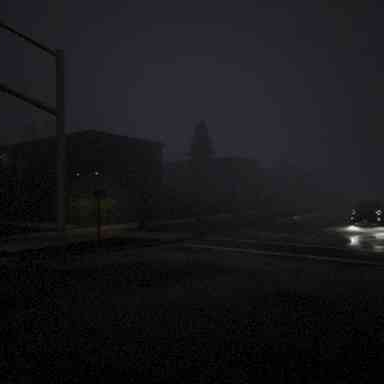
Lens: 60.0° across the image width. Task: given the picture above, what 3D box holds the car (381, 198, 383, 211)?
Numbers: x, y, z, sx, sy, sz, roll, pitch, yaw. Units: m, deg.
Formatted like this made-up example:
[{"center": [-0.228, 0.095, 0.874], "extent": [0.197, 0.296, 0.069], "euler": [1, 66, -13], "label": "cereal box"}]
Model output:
[{"center": [24.566, 1.544, 40.882], "extent": [1.837, 1.490, 4.892], "euler": [-1, 0, 35], "label": "car"}]

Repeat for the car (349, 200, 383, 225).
[{"center": [12.957, 1.389, 24.303], "extent": [2.097, 1.767, 4.553], "euler": [-1, 0, 35], "label": "car"}]

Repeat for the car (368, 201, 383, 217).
[{"center": [18.570, 1.602, 32.337], "extent": [1.994, 1.385, 4.181], "euler": [-1, 0, 35], "label": "car"}]
